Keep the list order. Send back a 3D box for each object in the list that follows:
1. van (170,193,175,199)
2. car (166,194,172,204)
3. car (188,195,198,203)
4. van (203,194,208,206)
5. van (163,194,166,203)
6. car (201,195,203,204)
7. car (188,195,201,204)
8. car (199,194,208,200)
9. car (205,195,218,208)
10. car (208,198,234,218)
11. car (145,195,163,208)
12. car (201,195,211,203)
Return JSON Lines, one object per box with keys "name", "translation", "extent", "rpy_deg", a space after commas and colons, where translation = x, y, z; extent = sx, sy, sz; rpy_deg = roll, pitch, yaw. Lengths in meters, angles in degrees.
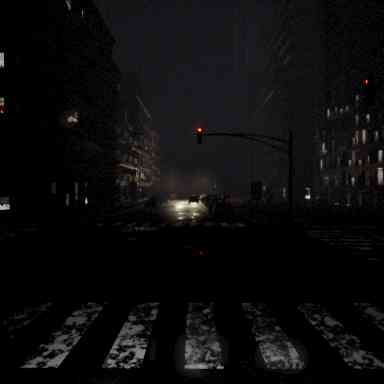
{"name": "van", "translation": [-5.476, 1.242, 75.060], "extent": [1.690, 1.788, 3.998], "rpy_deg": [-1, 0, 0]}
{"name": "car", "translation": [-5.508, 1.470, 63.767], "extent": [1.887, 1.381, 4.507], "rpy_deg": [-1, 0, 0]}
{"name": "car", "translation": [0.241, 1.426, 71.018], "extent": [2.128, 1.511, 4.902], "rpy_deg": [0, 0, 0]}
{"name": "van", "translation": [2.785, 1.295, 46.837], "extent": [1.690, 1.788, 3.998], "rpy_deg": [-1, 0, 0]}
{"name": "van", "translation": [-5.546, 1.287, 52.475], "extent": [1.690, 1.788, 3.998], "rpy_deg": [-1, 0, 0]}
{"name": "car", "translation": [2.805, 1.490, 52.483], "extent": [1.887, 1.381, 4.507], "rpy_deg": [-1, 0, 0]}
{"name": "car", "translation": [0.285, 1.435, 60.817], "extent": [1.837, 1.490, 4.892], "rpy_deg": [0, 0, 0]}
{"name": "car", "translation": [2.944, 1.313, 86.357], "extent": [1.967, 1.590, 4.097], "rpy_deg": [-1, 0, 0]}
{"name": "car", "translation": [2.752, 1.410, 35.545], "extent": [1.967, 1.590, 4.097], "rpy_deg": [-1, 0, 0]}
{"name": "car", "translation": [2.736, 1.522, 29.899], "extent": [1.887, 1.381, 4.507], "rpy_deg": [-1, 0, 0]}
{"name": "car", "translation": [-5.559, 1.520, 46.829], "extent": [1.947, 1.339, 4.313], "rpy_deg": [-1, 0, 0]}
{"name": "car", "translation": [2.862, 1.353, 69.420], "extent": [1.967, 1.590, 4.097], "rpy_deg": [-1, 0, 0]}
